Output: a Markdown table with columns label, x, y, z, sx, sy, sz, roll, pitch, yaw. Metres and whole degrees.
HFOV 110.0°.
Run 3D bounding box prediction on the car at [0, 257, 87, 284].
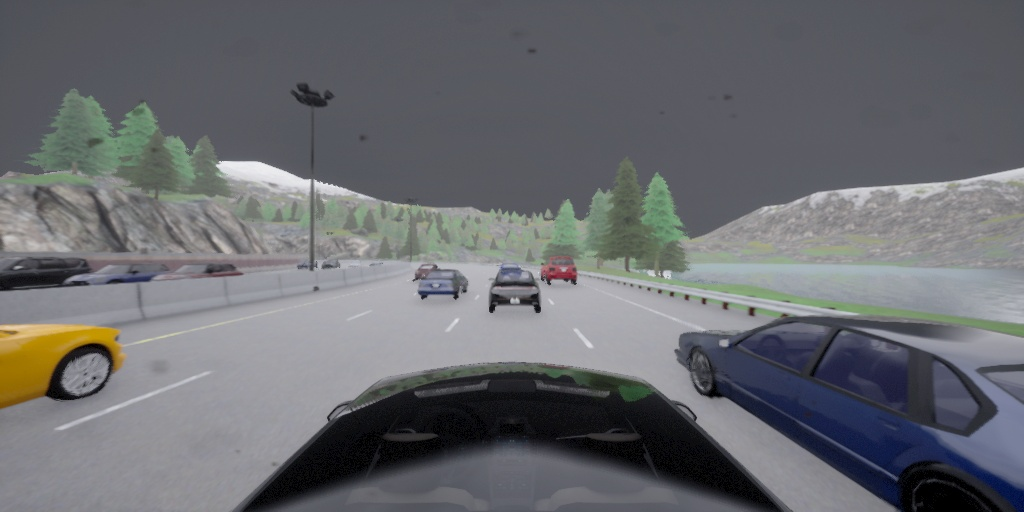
| label | x | y | z | sx | sy | sz | roll | pitch | yaw |
| --- | --- | --- | --- | --- | --- | --- | --- | --- | --- |
| car | -24.611 | 1.042 | 17.891 | 2.150 | 2.045 | 5.566 | 0 | -1 | 0 |

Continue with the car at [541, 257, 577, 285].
| label | x | y | z | sx | sy | sz | roll | pitch | yaw |
| --- | --- | --- | --- | --- | --- | --- | --- | --- | --- |
| car | 3.484 | 1.079 | 27.450 | 2.150 | 2.045 | 5.566 | 0 | 0 | -2 |

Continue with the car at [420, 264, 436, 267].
| label | x | y | z | sx | sy | sz | roll | pitch | yaw |
| --- | --- | --- | --- | --- | --- | --- | --- | --- | --- |
| car | -7.211 | 1.397 | 31.197 | 1.812 | 1.442 | 4.674 | 0 | 0 | -3 |

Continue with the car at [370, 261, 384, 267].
| label | x | y | z | sx | sy | sz | roll | pitch | yaw |
| --- | --- | --- | --- | --- | --- | --- | --- | --- | --- |
| car | -22.851 | 1.514 | 61.096 | 1.812 | 1.442 | 4.674 | 0 | 0 | -15 |

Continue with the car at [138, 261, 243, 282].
| label | x | y | z | sx | sy | sz | roll | pitch | yaw |
| --- | --- | --- | --- | --- | --- | --- | --- | --- | --- |
| car | -17.642 | 1.178 | 20.303 | 2.097 | 1.767 | 4.553 | 0 | 0 | -1 |

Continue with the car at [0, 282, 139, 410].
| label | x | y | z | sx | sy | sz | roll | pitch | yaw |
| --- | --- | --- | --- | --- | --- | --- | --- | --- | --- |
| car | -6.906 | 1.235 | 3.431 | 1.882 | 1.535 | 5.008 | 0 | 0 | 0 |

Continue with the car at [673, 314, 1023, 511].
| label | x | y | z | sx | sy | sz | roll | pitch | yaw |
| --- | --- | --- | --- | --- | --- | --- | --- | --- | --- |
| car | 3.597 | 1.305 | 3.498 | 2.033 | 1.411 | 5.357 | 0 | 0 | 0 |

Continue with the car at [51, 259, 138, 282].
| label | x | y | z | sx | sy | sz | roll | pitch | yaw |
| --- | --- | --- | --- | --- | --- | --- | --- | --- | --- |
| car | -21.138 | 1.176 | 19.607 | 2.097 | 1.767 | 4.553 | 0 | 0 | 0 |

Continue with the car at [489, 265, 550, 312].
| label | x | y | z | sx | sy | sz | roll | pitch | yaw |
| --- | --- | --- | --- | --- | --- | --- | --- | --- | --- |
| car | 0.104 | 1.294 | 14.341 | 2.128 | 1.511 | 4.902 | 0 | 0 | 0 |

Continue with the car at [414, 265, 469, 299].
| label | x | y | z | sx | sy | sz | roll | pitch | yaw |
| --- | --- | --- | --- | --- | --- | --- | --- | --- | --- |
| car | -3.399 | 1.367 | 18.507 | 2.033 | 1.411 | 5.357 | 0 | 0 | 0 |

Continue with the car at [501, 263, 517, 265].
| label | x | y | z | sx | sy | sz | roll | pitch | yaw |
| --- | --- | --- | --- | --- | --- | --- | --- | --- | --- |
| car | -0.287 | 1.356 | 32.758 | 1.882 | 1.535 | 5.008 | 0 | 0 | -4 |
